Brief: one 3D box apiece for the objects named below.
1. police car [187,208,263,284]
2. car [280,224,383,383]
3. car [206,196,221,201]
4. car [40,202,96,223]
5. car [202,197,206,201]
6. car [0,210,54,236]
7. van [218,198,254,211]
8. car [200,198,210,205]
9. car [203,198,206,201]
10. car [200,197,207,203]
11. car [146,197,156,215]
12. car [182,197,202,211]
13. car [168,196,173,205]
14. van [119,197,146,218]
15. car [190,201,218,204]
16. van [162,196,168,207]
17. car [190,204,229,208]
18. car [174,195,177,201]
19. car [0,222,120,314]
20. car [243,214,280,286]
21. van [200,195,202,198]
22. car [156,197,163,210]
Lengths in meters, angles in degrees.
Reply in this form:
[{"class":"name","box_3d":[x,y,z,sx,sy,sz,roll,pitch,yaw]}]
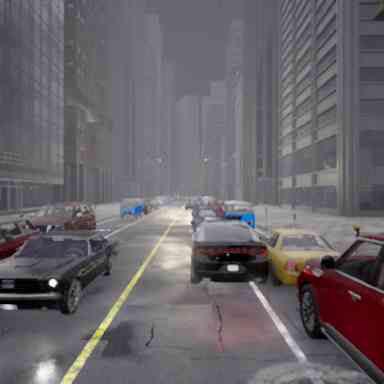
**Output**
[{"class":"police car","box_3d":[0.904,1.484,9.902,1.930,1.638,5.238,0,0,0]},{"class":"car","box_3d":[2.765,1.337,3.621,2.192,1.841,5.009,0,0,0]},{"class":"car","box_3d":[2.777,1.502,31.666,2.192,1.841,5.009,0,0,0]},{"class":"car","box_3d":[-5.755,1.402,14.831,2.192,1.841,5.009,0,0,0]},{"class":"car","box_3d":[2.784,1.729,48.492,1.967,1.590,4.097,0,0,0]},{"class":"car","box_3d":[-5.758,1.495,9.221,1.967,1.590,4.097,0,0,0]},{"class":"van","box_3d":[2.772,1.462,20.448,1.690,1.788,3.998,0,0,0]},{"class":"car","box_3d":[2.794,1.992,70.928,1.947,1.339,4.313,0,0,0]},{"class":"car","box_3d":[2.782,1.800,42.883,1.887,1.381,4.507,0,0,0]},{"class":"car","box_3d":[2.799,2.023,82.316,1.752,1.417,4.829,0,0,0]},{"class":"car","box_3d":[-5.746,1.536,37.269,2.192,1.841,5.009,0,0,0]},{"class":"car","box_3d":[0.028,1.823,46.211,2.033,1.411,5.357,0,0,0]},{"class":"car","box_3d":[-5.731,1.866,70.925,1.967,1.590,4.097,0,0,0]},{"class":"van","box_3d":[-5.748,1.528,31.659,1.690,1.788,3.998,0,0,0]},{"class":"car","box_3d":[0.911,1.678,25.791,1.812,1.442,4.674,0,0,0]},{"class":"van","box_3d":[-5.736,1.698,59.706,1.690,1.788,3.998,0,0,0]},{"class":"car","box_3d":[0.909,1.643,19.791,1.812,1.442,4.674,0,0,0]},{"class":"car","box_3d":[-5.724,2.058,87.582,1.752,1.417,4.829,0,0,0]},{"class":"car","box_3d":[-3.098,1.647,7.822,1.895,1.301,4.718,0,0,0]},{"class":"car","box_3d":[2.767,1.581,9.399,1.752,1.417,4.829,0,0,0]},{"class":"van","box_3d":[2.789,1.699,59.711,1.690,1.788,3.998,0,0,0]},{"class":"car","box_3d":[-5.741,1.839,48.486,2.008,1.369,4.403,0,0,0]}]
